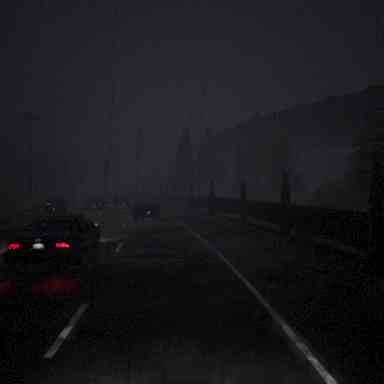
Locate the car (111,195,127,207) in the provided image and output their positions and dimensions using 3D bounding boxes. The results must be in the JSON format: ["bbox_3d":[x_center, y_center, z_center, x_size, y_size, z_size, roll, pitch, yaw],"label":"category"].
[{"bbox_3d":[-9.102,1.105,42.215,1.837,1.490,4.892,0,0,-20],"label":"car"}]

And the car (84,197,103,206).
[{"bbox_3d":[-11.336,1.247,38.100,1.895,1.301,4.718,0,1,-19],"label":"car"}]

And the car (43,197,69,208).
[{"bbox_3d":[-12.389,1.216,30.303,2.128,1.511,4.902,0,1,-18],"label":"car"}]

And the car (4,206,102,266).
[{"bbox_3d":[-4.359,1.444,11.218,2.033,1.411,5.357,0,1,-7],"label":"car"}]

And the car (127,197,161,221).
[{"bbox_3d":[-3.592,1.237,25.196,1.882,1.535,5.008,0,1,-14],"label":"car"}]
